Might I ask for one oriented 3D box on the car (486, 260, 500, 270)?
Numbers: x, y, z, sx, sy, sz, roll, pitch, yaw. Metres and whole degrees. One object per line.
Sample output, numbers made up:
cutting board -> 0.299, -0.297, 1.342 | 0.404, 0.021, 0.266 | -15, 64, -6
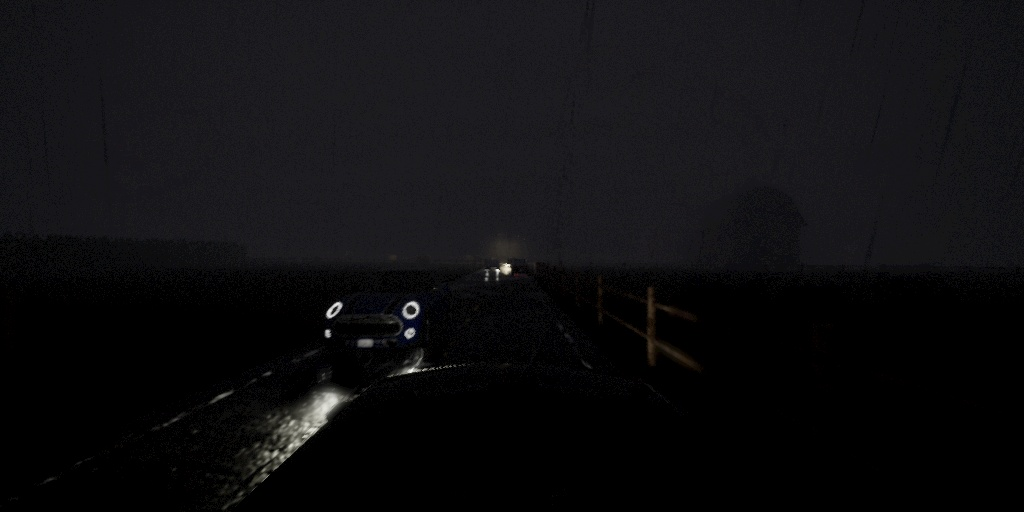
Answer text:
car -> -2.801, 1.260, 53.157 | 1.812, 1.442, 4.674 | 0, 0, 0

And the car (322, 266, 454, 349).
car -> -2.849, 1.101, 9.214 | 2.097, 1.767, 4.553 | 0, 0, 0

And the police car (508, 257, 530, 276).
police car -> 0.829, 1.166, 36.961 | 1.930, 1.638, 5.238 | 0, 0, 0
